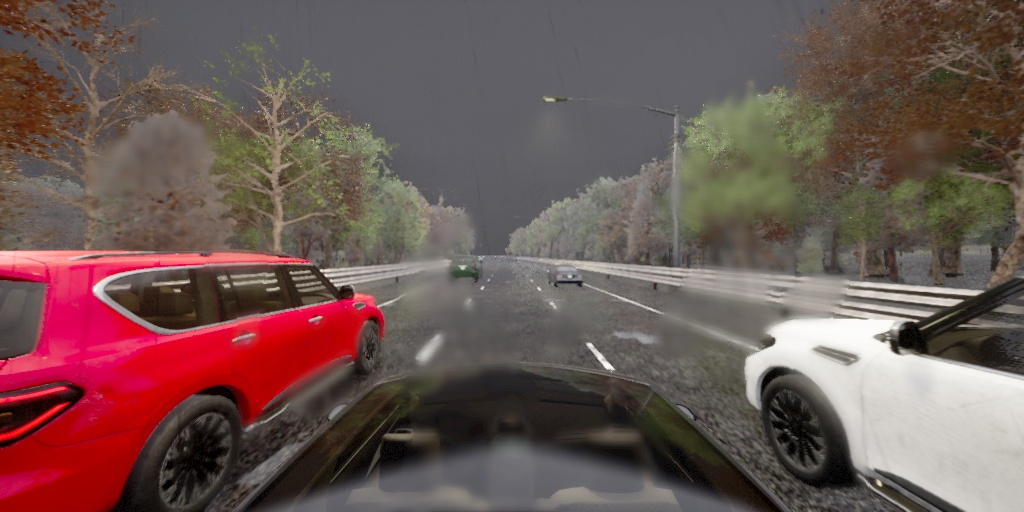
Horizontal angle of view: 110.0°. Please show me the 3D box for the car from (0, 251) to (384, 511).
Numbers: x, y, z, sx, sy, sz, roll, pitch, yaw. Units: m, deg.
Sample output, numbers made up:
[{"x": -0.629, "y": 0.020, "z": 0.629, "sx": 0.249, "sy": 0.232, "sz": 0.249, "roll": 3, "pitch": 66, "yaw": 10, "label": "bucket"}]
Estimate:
[{"x": -3.427, "y": 0.975, "z": 4.262, "sx": 2.150, "sy": 2.045, "sz": 5.566, "roll": 0, "pitch": 0, "yaw": 0, "label": "car"}]

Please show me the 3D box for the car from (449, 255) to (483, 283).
[{"x": -3.554, "y": 0.975, "z": 28.414, "sx": 2.150, "sy": 2.045, "sz": 5.566, "roll": 0, "pitch": 0, "yaw": -1, "label": "car"}]

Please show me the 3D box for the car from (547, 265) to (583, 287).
[{"x": 3.484, "y": 1.302, "z": 24.252, "sx": 2.033, "sy": 1.411, "sz": 5.357, "roll": 0, "pitch": 0, "yaw": 0, "label": "car"}]

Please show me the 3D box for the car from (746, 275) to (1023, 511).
[{"x": 3.563, "y": 0.974, "z": 1.437, "sx": 2.150, "sy": 2.045, "sz": 5.566, "roll": 0, "pitch": 0, "yaw": 0, "label": "car"}]
